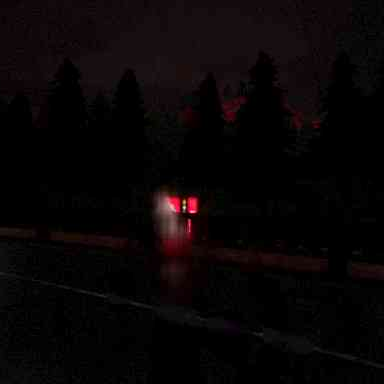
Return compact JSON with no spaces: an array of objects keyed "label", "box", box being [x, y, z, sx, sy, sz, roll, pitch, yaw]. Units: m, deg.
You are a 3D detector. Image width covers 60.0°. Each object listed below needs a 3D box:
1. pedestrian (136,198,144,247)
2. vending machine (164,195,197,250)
[{"label":"pedestrian","box":[-1.940,1.141,12.670,0.375,1.860,0.375,0,0,31]},{"label":"vending machine","box":[-0.438,1.195,13.472,0.880,2.100,1.100,0,0,31]}]
